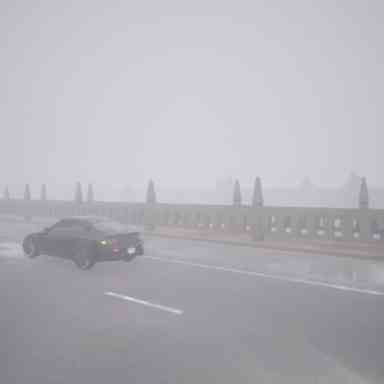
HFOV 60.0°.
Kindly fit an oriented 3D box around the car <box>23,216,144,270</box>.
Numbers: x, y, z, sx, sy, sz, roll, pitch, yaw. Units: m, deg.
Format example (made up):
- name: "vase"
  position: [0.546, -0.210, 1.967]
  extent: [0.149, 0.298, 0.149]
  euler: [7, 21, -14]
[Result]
- name: "car"
  position: [-3.611, 1.500, 10.877]
  extent: [4.674, 1.442, 1.812]
  euler: [0, 0, 36]
